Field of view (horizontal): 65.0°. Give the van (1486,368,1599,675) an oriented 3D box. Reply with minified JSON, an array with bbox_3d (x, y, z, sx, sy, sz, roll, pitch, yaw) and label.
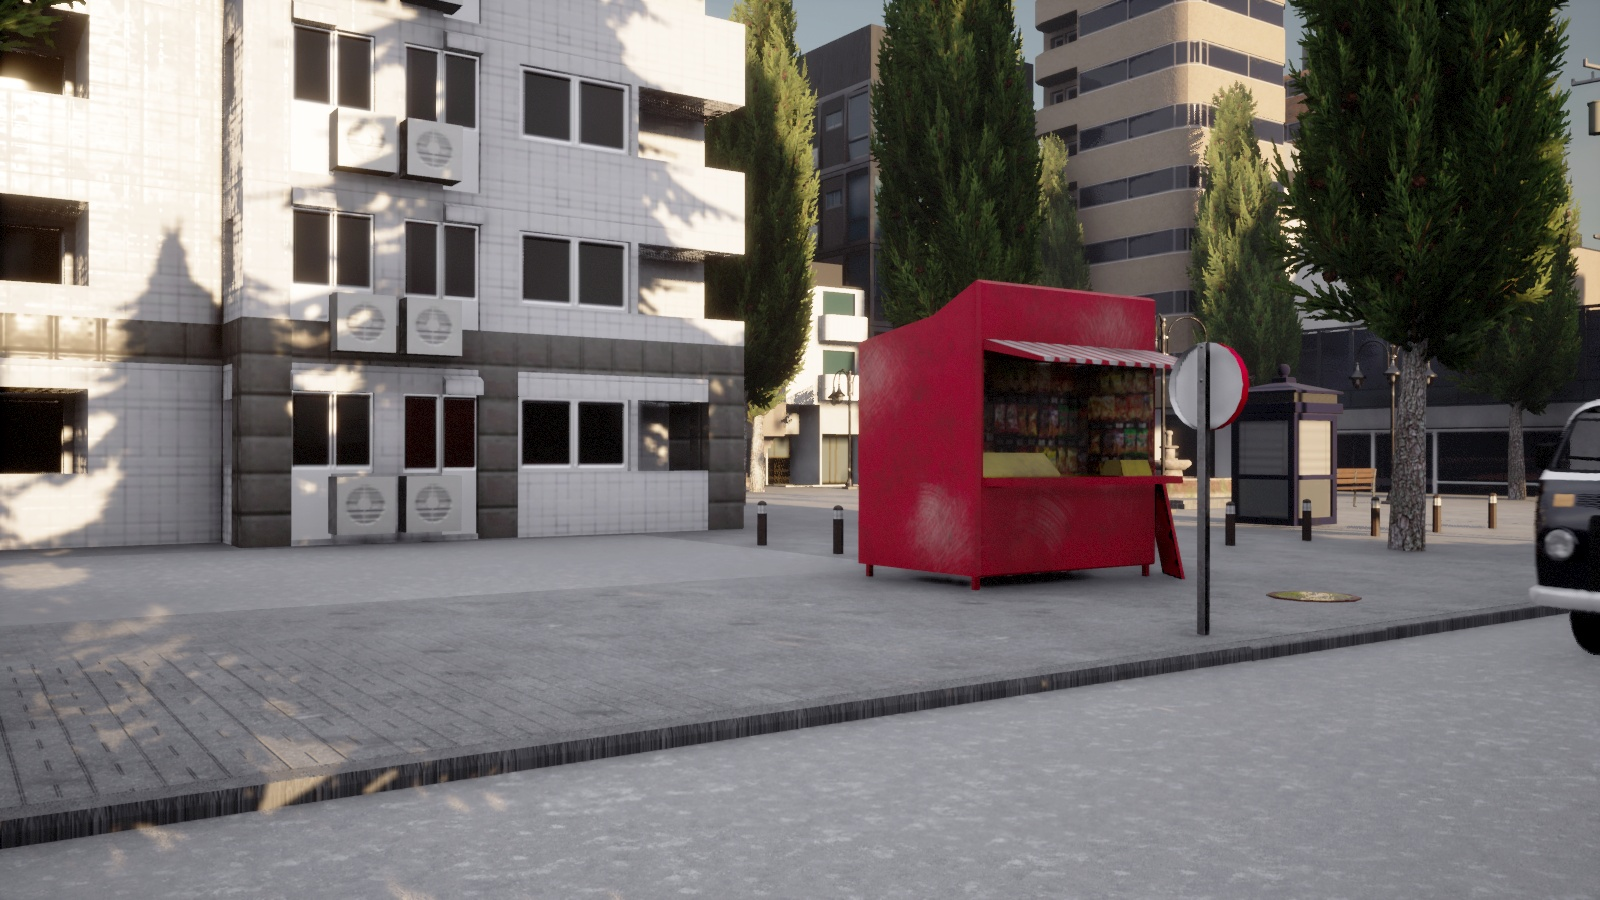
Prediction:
[{"bbox_3d":[7.323,0.476,9.382,4.480,2.038,2.069,0,0,-35],"label":"van"}]
